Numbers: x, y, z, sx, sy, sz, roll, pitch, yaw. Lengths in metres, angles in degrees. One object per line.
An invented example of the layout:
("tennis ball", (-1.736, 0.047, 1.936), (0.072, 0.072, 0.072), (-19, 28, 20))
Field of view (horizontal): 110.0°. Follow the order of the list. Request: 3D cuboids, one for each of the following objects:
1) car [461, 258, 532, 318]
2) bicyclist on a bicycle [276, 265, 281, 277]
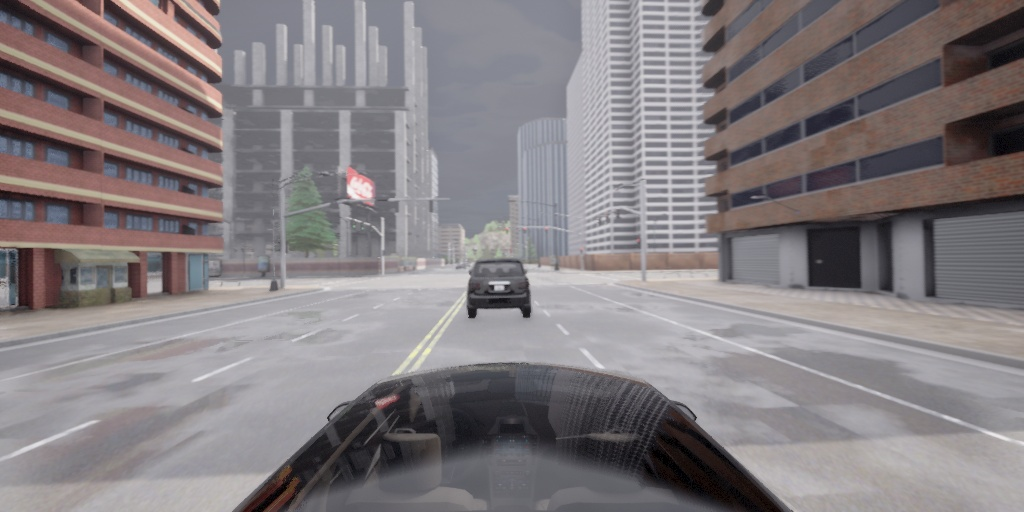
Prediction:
("car", (-0.505, 1.098, 13.814), (2.150, 2.045, 5.566), (-1, 0, -2))
("bicyclist on a bicycle", (-30.101, 1.944, 46.493), (0.582, 1.620, 1.656), (-1, 0, -3))
